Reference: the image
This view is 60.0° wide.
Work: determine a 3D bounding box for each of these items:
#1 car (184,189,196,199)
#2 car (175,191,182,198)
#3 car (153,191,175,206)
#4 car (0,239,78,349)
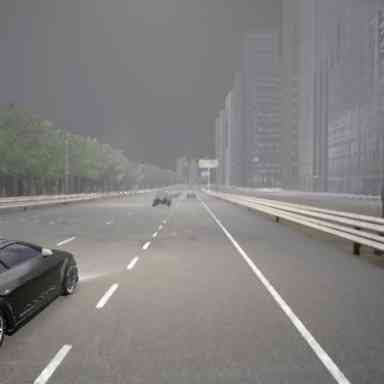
[{"bbox_3d":[-0.159,0.582,69.387,2.128,1.511,4.902,0,1,0],"label":"car"},{"bbox_3d":[-3.776,0.590,71.395,2.128,1.511,4.902,0,1,0],"label":"car"},{"bbox_3d":[-3.596,0.816,41.309,2.097,1.767,4.553,0,1,0],"label":"car"},{"bbox_3d":[-3.503,1.486,5.679,1.994,1.385,4.181,0,1,0],"label":"car"}]
